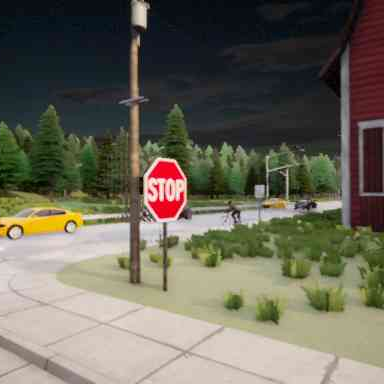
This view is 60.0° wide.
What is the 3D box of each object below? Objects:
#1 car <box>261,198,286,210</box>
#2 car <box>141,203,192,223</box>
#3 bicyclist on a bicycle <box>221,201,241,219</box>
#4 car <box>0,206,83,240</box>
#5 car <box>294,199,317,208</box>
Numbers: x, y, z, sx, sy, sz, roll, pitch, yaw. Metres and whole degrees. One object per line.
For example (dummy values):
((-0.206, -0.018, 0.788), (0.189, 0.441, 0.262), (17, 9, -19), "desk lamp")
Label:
((10.874, 1.580, 44.150), (1.882, 1.535, 5.008), (0, -1, 37), "car")
((-2.020, 1.461, 26.836), (2.097, 1.767, 4.553), (0, -1, 37), "car")
((2.457, 1.360, 20.310), (1.656, 1.620, 0.582), (-1, 0, 37), "bicyclist on a bicycle")
((-8.427, 1.585, 18.187), (1.882, 1.535, 5.008), (0, 0, 37), "car")
((14.823, 1.606, 43.349), (1.812, 1.442, 4.674), (0, 0, 37), "car")
